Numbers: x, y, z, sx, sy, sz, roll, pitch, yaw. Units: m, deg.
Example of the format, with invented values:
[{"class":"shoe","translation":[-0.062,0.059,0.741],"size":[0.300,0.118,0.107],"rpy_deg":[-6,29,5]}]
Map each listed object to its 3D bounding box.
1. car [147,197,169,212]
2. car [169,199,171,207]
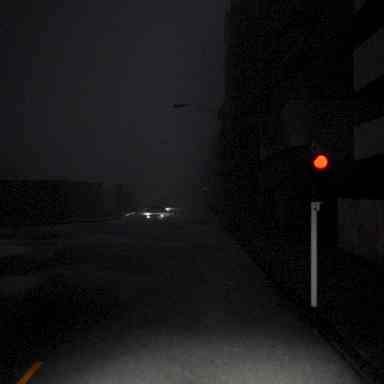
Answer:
[{"class":"car","translation":[-4.187,1.478,39.509],"size":[1.882,1.535,5.008],"rpy_deg":[0,0,0]},{"class":"car","translation":[-4.178,1.505,49.536],"size":[1.837,1.490,4.892],"rpy_deg":[0,0,1]}]
